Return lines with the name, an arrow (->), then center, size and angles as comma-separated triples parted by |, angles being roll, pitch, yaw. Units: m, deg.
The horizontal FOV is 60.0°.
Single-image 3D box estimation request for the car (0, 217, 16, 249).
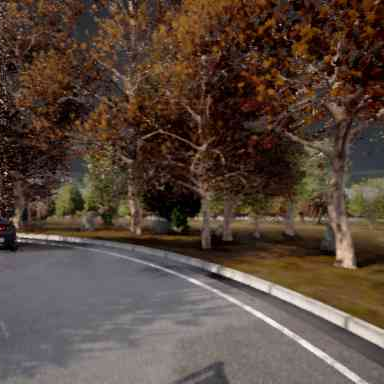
car -> -9.264, 1.614, 13.535 | 4.892, 1.490, 1.837 | -1, -1, 28
